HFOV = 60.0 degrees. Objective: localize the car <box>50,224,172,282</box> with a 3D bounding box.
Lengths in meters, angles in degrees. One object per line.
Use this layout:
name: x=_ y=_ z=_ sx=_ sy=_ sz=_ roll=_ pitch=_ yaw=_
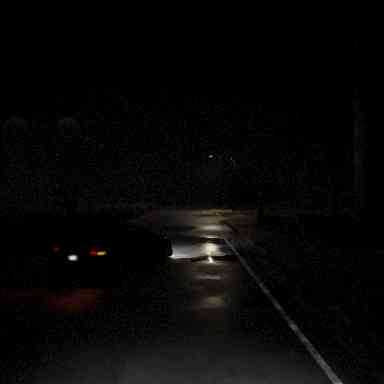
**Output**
car: x=-2.267 y=1.685 z=10.362 sx=1.994 sy=1.385 sz=4.181 roll=0 pitch=-1 yaw=24
